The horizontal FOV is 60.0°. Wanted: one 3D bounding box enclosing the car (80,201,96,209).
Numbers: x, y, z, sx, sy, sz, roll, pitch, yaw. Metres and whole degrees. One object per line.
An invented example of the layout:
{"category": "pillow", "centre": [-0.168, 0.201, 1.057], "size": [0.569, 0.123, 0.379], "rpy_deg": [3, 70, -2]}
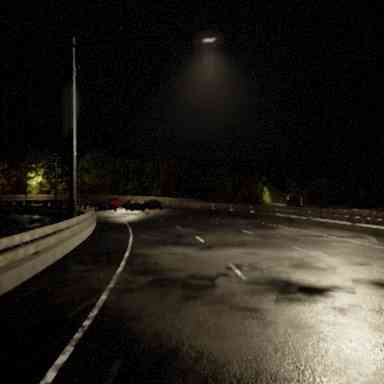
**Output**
{"category": "car", "centre": [-18.774, 2.335, 60.359], "size": [1.882, 1.535, 5.008], "rpy_deg": [0, -1, -37]}

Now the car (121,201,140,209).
{"category": "car", "centre": [-11.564, 2.372, 62.148], "size": [1.994, 1.385, 4.181], "rpy_deg": [0, -1, -34]}

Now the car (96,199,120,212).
{"category": "car", "centre": [-12.739, 2.213, 50.364], "size": [1.812, 1.442, 4.674], "rpy_deg": [0, -1, -28]}

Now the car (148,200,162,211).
{"category": "car", "centre": [-6.568, 2.016, 53.602], "size": [2.097, 1.767, 4.553], "rpy_deg": [0, -1, -28]}

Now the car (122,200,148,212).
{"category": "car", "centre": [-8.638, 2.209, 50.056], "size": [1.994, 1.385, 4.181], "rpy_deg": [0, -1, -27]}
